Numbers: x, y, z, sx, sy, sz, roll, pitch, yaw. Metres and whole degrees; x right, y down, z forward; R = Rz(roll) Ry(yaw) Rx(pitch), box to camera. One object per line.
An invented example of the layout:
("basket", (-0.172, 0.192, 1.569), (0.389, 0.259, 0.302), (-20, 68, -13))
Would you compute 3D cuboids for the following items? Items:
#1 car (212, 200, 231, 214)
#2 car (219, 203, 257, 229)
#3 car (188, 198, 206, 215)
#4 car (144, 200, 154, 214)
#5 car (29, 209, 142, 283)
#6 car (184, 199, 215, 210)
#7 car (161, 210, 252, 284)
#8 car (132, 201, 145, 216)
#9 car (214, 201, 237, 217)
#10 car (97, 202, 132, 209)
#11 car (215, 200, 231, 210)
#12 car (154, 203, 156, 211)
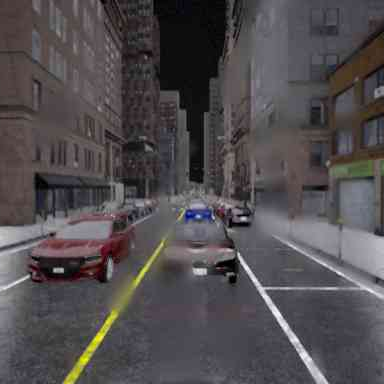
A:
("car", (3.316, 1.627, 38.145), (1.887, 1.381, 4.507), (-1, 0, 1))
("car", (3.063, 1.611, 21.632), (1.947, 1.339, 4.313), (-1, 0, 1))
("car", (0.535, 1.534, 36.114), (1.801, 1.575, 5.366), (0, 0, 1))
("car", (-5.292, 1.620, 32.771), (2.008, 1.369, 4.403), (-1, 0, 1))
("car", (-2.967, 1.497, 9.983), (1.882, 1.535, 5.008), (0, 0, 1))
("car", (0.461, 1.529, 24.834), (1.882, 1.535, 5.008), (0, 0, 1))
("car", (0.224, 1.510, 9.610), (2.128, 1.511, 4.902), (0, 0, 1))
("car", (-5.376, 1.622, 27.267), (1.947, 1.339, 4.313), (-1, 0, 1))
("car", (3.232, 1.615, 32.641), (1.887, 1.381, 4.507), (-1, 0, 1))
("car", (-5.462, 1.484, 21.762), (1.967, 1.590, 4.097), (-1, 0, 1))
("car", (3.147, 1.602, 27.136), (1.887, 1.381, 4.507), (-1, 0, 1))
("car", (-5.208, 1.627, 38.276), (1.887, 1.381, 4.507), (-1, 0, 1))
